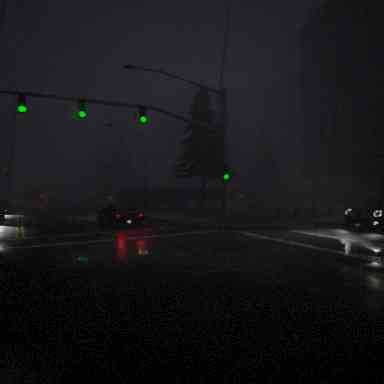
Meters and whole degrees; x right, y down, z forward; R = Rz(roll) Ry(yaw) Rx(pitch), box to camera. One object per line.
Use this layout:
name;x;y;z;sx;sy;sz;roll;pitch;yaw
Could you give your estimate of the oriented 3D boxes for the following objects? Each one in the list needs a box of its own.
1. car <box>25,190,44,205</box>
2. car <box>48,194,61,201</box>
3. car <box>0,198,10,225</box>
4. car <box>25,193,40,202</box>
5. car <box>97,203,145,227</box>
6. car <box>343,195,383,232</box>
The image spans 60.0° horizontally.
car;-22.608;0.721;47.752;2.150;2.045;5.566;-1;1;-27
car;-24.394;0.945;58.918;1.895;1.301;4.718;-1;1;-27
car;-13.237;1.369;21.607;1.994;1.385;4.181;-1;1;-27
car;-27.340;0.900;56.989;2.128;1.511;4.902;-1;1;-27
car;-4.505;1.323;20.376;1.895;1.301;4.718;-1;1;-27
car;9.915;0.960;16.989;4.553;1.767;2.097;-1;1;-27
